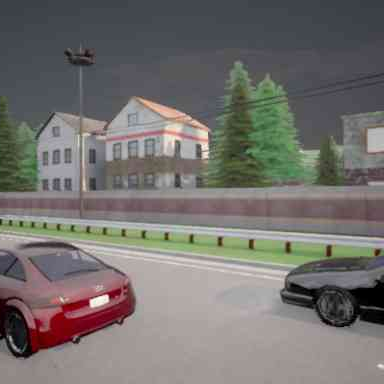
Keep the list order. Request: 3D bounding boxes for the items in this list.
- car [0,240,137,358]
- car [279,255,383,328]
[{"bbox_3d":[-3.018,1.619,6.146,4.181,1.385,1.994,-1,0,36],"label":"car"},{"bbox_3d":[4.229,1.543,5.275,5.357,1.411,2.033,-1,0,35],"label":"car"}]
